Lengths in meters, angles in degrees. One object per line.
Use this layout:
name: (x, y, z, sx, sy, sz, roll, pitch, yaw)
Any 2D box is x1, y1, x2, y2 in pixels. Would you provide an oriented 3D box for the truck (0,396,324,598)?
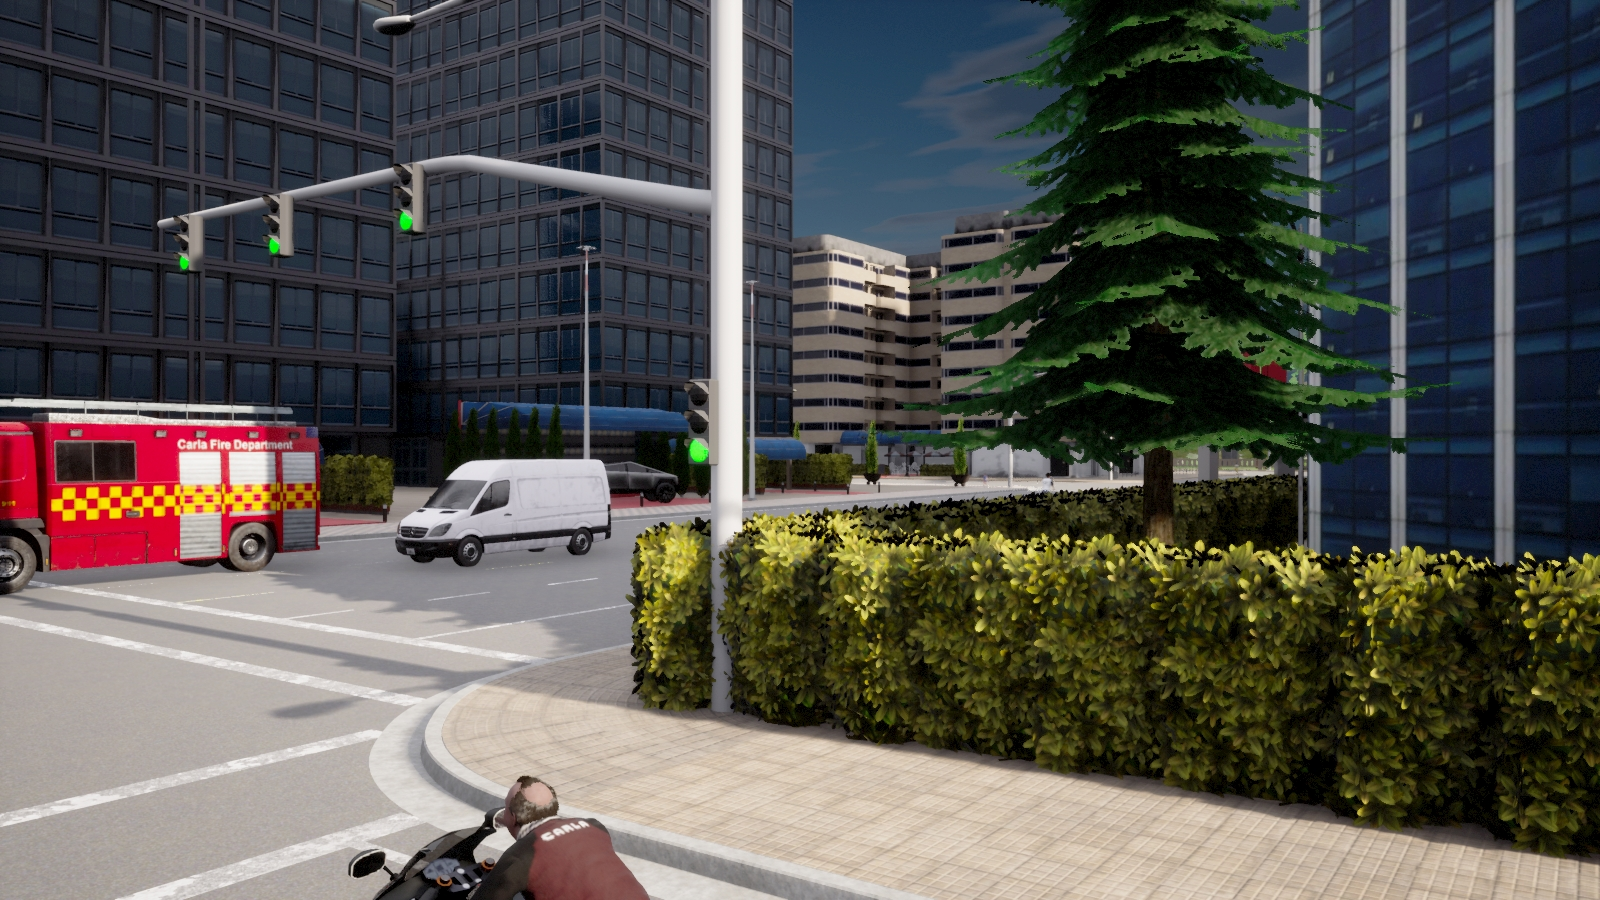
truck: (-14.959, 0.889, 24.598, 2.891, 3.827, 8.468, 0, 0, 34)

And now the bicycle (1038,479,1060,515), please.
bicycle: (10.985, 2.055, 50.339, 0.373, 1.496, 1.643, 0, 0, 35)

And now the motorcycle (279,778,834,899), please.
motorcycle: (-1.027, 2.205, 4.504, 2.209, 1.251, 0.867, 0, 0, 35)

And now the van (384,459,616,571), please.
van: (-7.573, 1.533, 29.577, 1.988, 2.561, 5.915, 0, 0, 35)
